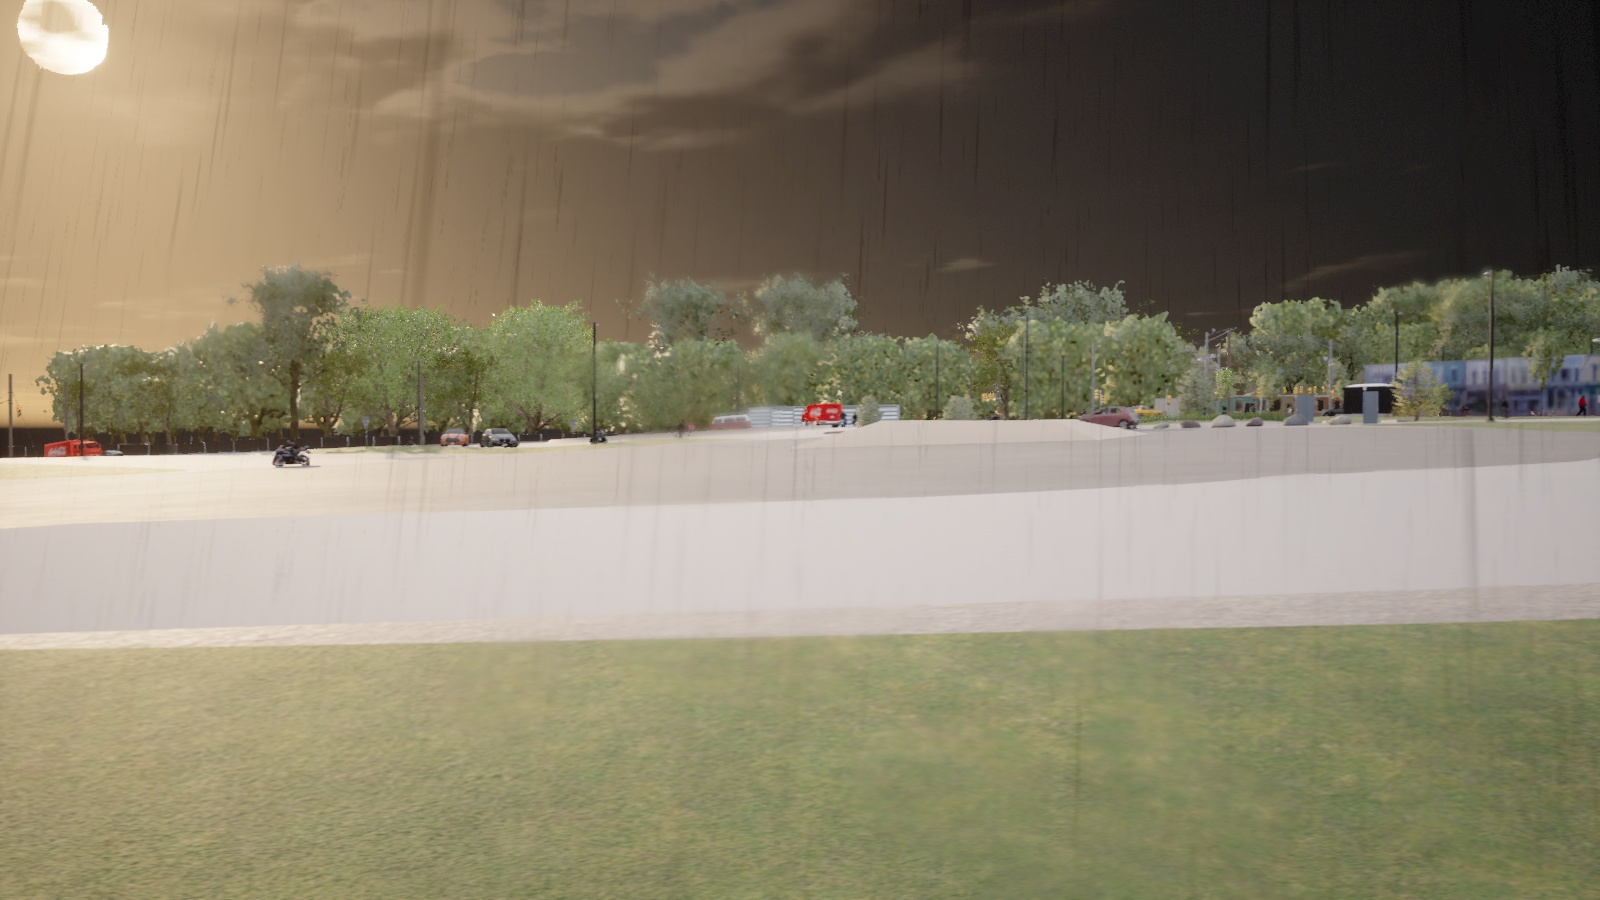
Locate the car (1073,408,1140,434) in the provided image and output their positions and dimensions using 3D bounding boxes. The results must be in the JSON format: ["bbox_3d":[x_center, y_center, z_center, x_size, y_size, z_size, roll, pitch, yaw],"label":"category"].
[{"bbox_3d":[19.151,-1.802,78.487,3.633,1.501,1.845,0,2,33],"label":"car"}]

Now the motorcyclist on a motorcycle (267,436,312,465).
[{"bbox_3d":[-28.704,0.012,70.663,0.866,1.530,2.191,0,2,40],"label":"motorcyclist on a motorcycle"}]
